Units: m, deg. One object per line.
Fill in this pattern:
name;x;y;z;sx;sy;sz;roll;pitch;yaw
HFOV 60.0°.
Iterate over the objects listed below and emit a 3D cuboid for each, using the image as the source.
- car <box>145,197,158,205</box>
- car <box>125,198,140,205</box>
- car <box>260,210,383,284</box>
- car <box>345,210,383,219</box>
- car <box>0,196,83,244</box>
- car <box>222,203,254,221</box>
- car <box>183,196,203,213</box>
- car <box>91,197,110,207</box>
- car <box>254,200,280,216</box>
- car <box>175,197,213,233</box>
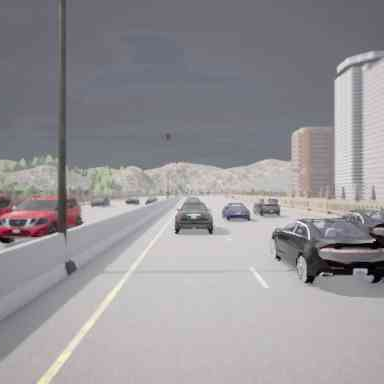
car;-7.006;1.619;58.789;2.033;1.411;5.357;0;0;1
car;-10.509;1.673;58.948;1.895;1.301;4.718;0;0;1
car;3.603;1.493;9.546;2.128;1.511;4.902;0;0;0
car;7.104;1.497;13.772;2.128;1.511;4.902;0;0;0
car;-7.094;1.230;16.191;2.150;2.045;5.566;0;0;0
car;3.608;1.587;27.791;1.994;1.385;4.181;0;0;0
car;0.111;1.390;37.846;2.097;1.767;4.553;0;0;0
car;-14.041;1.535;51.277;1.882;1.535;5.008;0;0;0
car;7.109;1.521;32.023;2.128;1.511;4.902;0;0;0
car;0.105;1.364;19.872;2.097;1.767;4.553;0;0;0
